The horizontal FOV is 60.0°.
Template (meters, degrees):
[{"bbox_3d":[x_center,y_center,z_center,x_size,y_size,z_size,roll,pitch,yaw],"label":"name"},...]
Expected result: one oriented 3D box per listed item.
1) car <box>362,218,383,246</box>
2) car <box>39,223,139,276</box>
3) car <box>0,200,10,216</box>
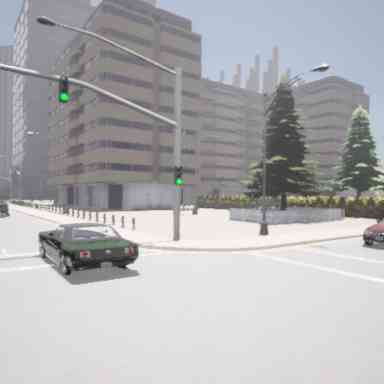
[{"bbox_3d":[9.706,1.706,15.217,4.674,1.442,1.812,1,0,-35],"label":"car"},{"bbox_3d":[-3.514,1.635,10.607,1.895,1.301,4.718,1,0,-35],"label":"car"},{"bbox_3d":[-19.132,1.539,32.584,1.837,1.490,4.892,1,-1,-35],"label":"car"}]
